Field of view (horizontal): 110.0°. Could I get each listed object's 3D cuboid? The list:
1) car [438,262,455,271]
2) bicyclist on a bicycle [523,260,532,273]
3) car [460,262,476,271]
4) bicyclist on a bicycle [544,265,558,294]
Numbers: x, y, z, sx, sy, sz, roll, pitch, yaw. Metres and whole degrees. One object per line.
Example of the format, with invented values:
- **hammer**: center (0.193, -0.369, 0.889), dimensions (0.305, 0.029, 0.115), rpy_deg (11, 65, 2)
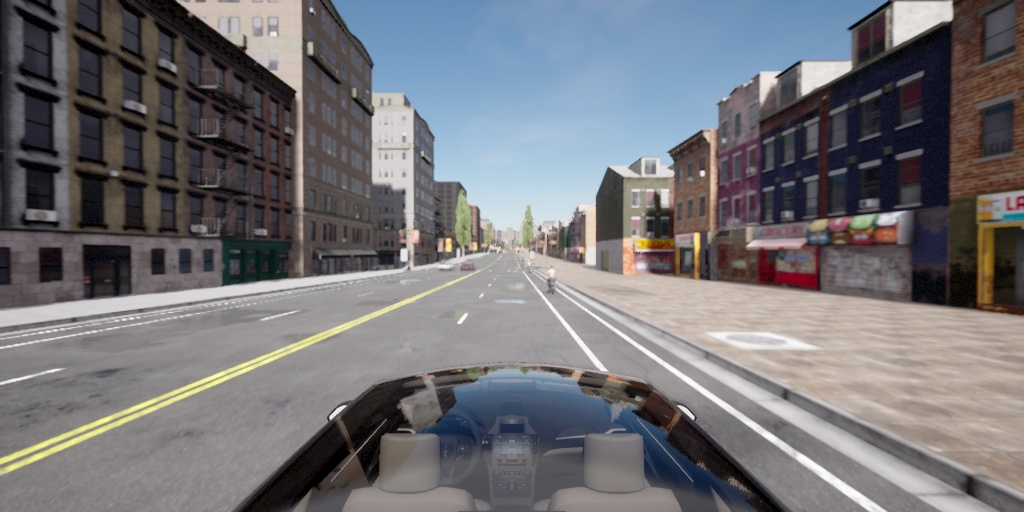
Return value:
- **car**: center (-9.767, 1.564, 53.764), dimensions (1.895, 1.301, 4.718), rpy_deg (0, 0, 0)
- **bicyclist on a bicycle**: center (2.239, 1.395, 46.425), dimensions (0.866, 1.612, 1.509), rpy_deg (0, 0, 0)
- **car**: center (-6.519, 1.528, 53.577), dimensions (1.994, 1.385, 4.181), rpy_deg (0, 0, 0)
- **bicyclist on a bicycle**: center (2.246, 1.320, 20.455), dimensions (0.866, 1.612, 1.509), rpy_deg (0, 0, 0)
